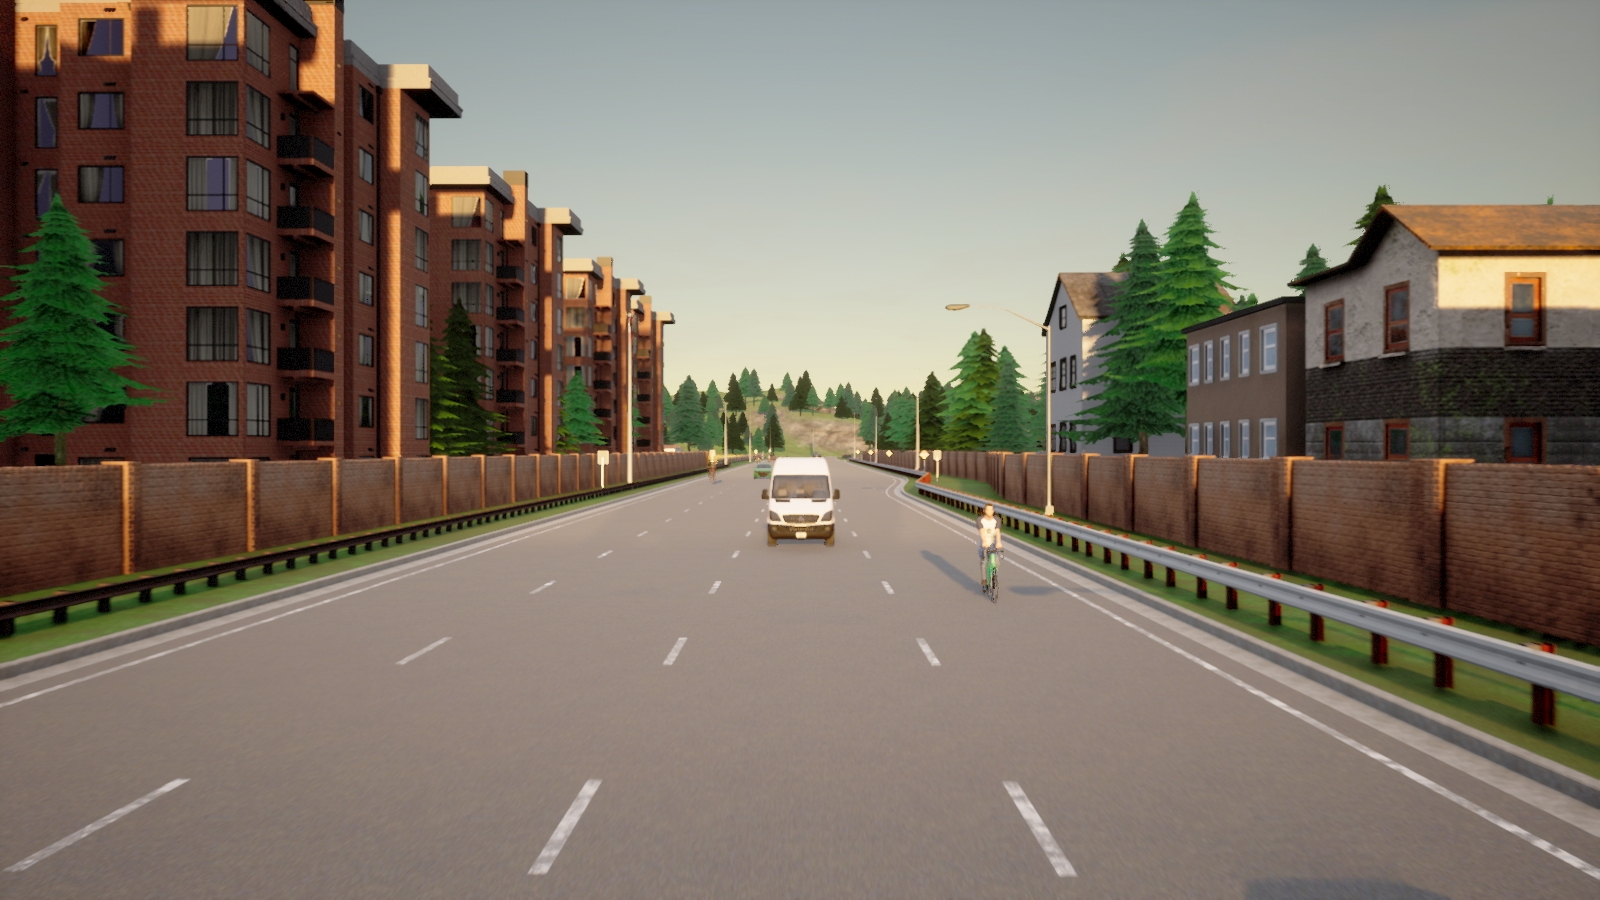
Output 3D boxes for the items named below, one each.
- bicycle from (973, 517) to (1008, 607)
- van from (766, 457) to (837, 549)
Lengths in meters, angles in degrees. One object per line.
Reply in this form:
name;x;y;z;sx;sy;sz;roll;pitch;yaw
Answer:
bicycle;3.526;2.041;21.201;0.373;1.496;1.643;0;0;0
van;0.033;1.511;35.049;1.988;2.561;5.915;0;0;0
